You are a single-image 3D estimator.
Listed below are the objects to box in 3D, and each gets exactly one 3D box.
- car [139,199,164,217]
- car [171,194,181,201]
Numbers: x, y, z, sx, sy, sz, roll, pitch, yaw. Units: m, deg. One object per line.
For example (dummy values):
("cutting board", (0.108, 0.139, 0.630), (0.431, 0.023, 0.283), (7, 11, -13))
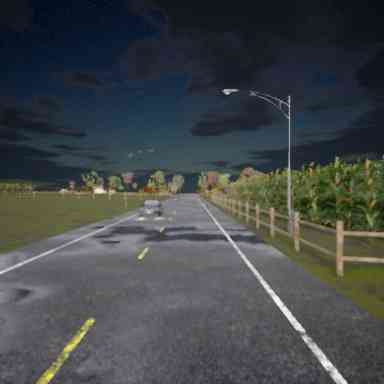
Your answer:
("car", (-3.591, 1.420, 30.185), (1.812, 1.442, 4.674), (0, 0, 0))
("car", (-3.486, 1.228, 72.393), (1.837, 1.490, 4.892), (0, 0, 0))
